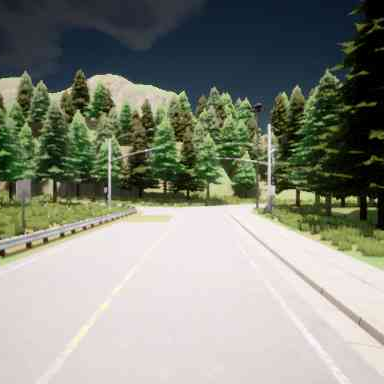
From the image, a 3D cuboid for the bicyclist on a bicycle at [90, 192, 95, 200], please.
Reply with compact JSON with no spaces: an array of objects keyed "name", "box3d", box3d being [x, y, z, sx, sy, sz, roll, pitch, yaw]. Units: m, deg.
[{"name":"bicyclist on a bicycle","box3d":[-15.796,0.866,53.074,0.582,1.620,1.656,4,12,17]}]
